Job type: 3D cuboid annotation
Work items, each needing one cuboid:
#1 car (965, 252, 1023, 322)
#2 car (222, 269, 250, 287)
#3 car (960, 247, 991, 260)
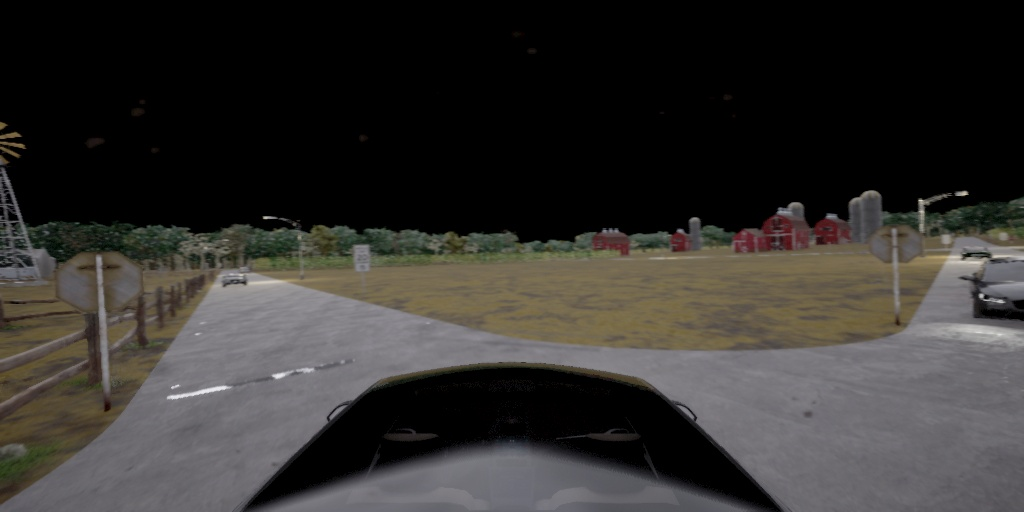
[{"bbox_3d":[13.216,0.818,9.189,4.892,1.490,1.837,-4,1,-39],"label":"car"},{"bbox_3d":[-29.370,2.468,37.959,1.994,1.385,4.181,-3,1,-39],"label":"car"},{"bbox_3d":[46.379,-0.277,35.888,4.718,1.301,1.895,-2,0,-39],"label":"car"}]
